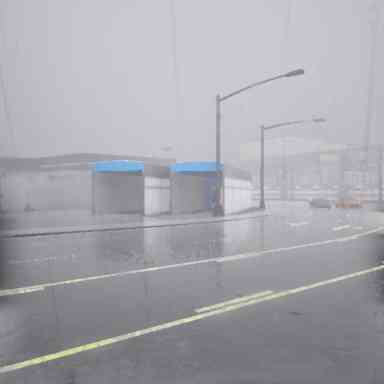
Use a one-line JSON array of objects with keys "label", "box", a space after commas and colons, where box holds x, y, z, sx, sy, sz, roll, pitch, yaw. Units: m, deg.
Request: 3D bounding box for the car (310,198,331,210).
[{"label": "car", "box": [16.569, 1.560, 43.120, 1.837, 1.490, 4.892, 0, 0, 8]}]

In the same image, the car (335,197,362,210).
[{"label": "car", "box": [20.042, 1.404, 42.683, 2.097, 1.767, 4.553, 0, 0, 8]}]
